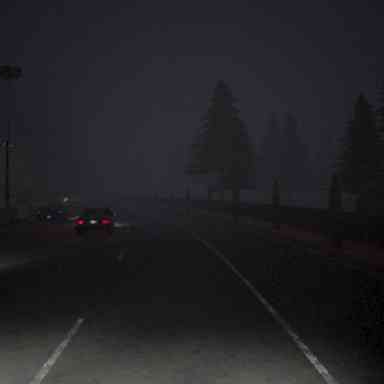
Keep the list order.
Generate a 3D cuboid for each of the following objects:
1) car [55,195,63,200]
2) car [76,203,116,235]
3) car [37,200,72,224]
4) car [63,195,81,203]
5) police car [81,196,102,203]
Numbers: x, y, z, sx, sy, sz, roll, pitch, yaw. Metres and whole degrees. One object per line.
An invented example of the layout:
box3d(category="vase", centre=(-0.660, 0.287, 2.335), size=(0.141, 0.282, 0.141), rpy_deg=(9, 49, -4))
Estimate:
box3d(category="car", centre=(-29.136, 1.568, 74.784), size=(1.801, 1.575, 5.366), rpy_deg=(0, 0, -43))
box3d(category="car", centre=(-5.485, 1.572, 19.234), size=(2.033, 1.411, 5.357), rpy_deg=(0, 0, -11))
box3d(category="car", centre=(-10.580, 1.566, 25.458), size=(1.812, 1.442, 4.674), rpy_deg=(0, 0, -15))
box3d(category="car", centre=(-24.768, 1.555, 69.863), size=(1.801, 1.575, 5.366), rpy_deg=(0, 0, -40))
box3d(category="police car", centre=(-18.114, 1.505, 61.049), size=(1.930, 1.638, 5.238), rpy_deg=(0, 0, -34))
